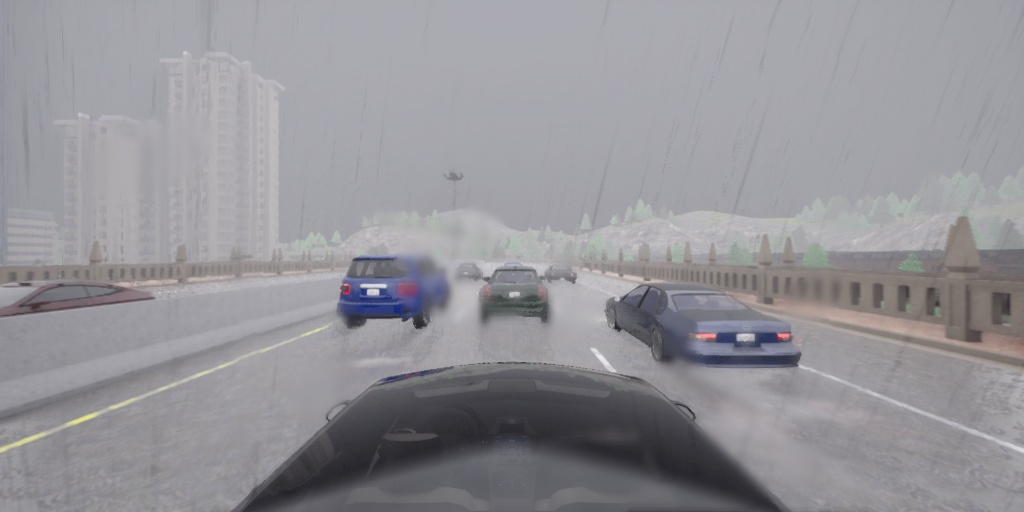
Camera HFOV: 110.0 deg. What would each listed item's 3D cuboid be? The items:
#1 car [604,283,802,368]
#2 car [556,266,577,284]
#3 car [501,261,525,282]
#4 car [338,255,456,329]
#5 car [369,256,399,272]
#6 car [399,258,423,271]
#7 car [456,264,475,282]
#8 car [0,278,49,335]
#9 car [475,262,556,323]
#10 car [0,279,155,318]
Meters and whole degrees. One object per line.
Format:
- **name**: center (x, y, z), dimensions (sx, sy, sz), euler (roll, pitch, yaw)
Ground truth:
- **car**: center (3.594, 1.305, 8.022), dimensions (2.033, 1.411, 5.357), euler (0, 0, 0)
- **car**: center (3.597, 1.381, 27.189), dimensions (1.895, 1.301, 4.718), euler (0, 0, 0)
- **car**: center (0.097, 1.261, 30.182), dimensions (1.882, 1.535, 5.008), euler (0, 0, 0)
- **car**: center (-3.402, 0.983, 11.474), dimensions (2.150, 2.045, 5.566), euler (0, 0, 0)
- **car**: center (-17.583, 1.039, 49.708), dimensions (2.150, 2.045, 5.566), euler (0, 0, 0)
- **car**: center (-14.081, 1.173, 50.404), dimensions (2.097, 1.767, 4.553), euler (0, 0, 0)
- **car**: center (-3.402, 1.345, 29.135), dimensions (1.994, 1.385, 4.181), euler (0, 0, 0)
- **car**: center (-14.100, 1.319, 8.045), dimensions (1.994, 1.385, 4.181), euler (0, 0, 0)
- **car**: center (0.100, 1.114, 12.243), dimensions (2.097, 1.767, 4.553), euler (0, 0, 0)
- **car**: center (-10.600, 1.281, 7.939), dimensions (1.812, 1.442, 4.674), euler (0, 0, 0)
